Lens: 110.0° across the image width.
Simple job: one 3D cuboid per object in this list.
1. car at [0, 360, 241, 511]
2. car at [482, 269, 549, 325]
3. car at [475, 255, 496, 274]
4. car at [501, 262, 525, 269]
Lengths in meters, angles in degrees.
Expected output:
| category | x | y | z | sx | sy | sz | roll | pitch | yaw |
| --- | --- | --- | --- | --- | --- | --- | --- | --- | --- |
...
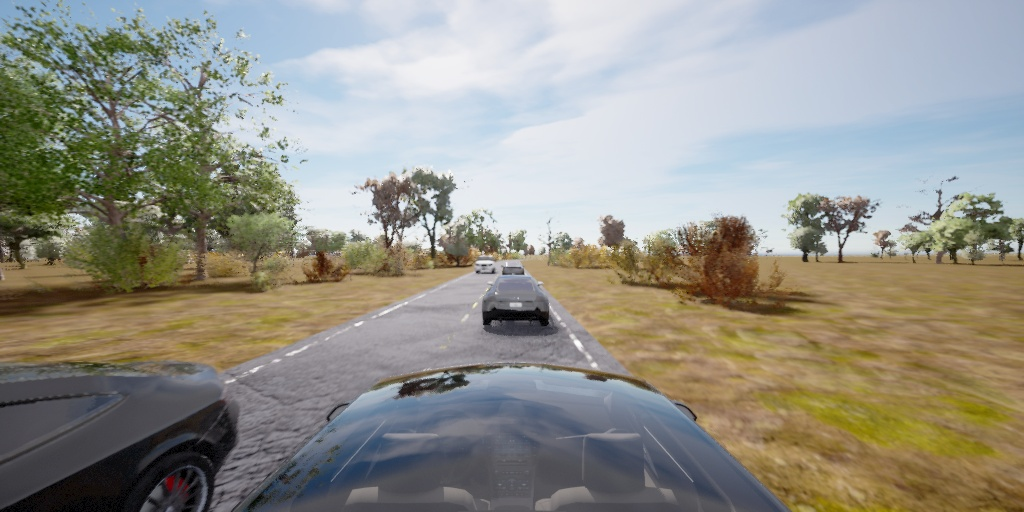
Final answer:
| category | x | y | z | sx | sy | sz | roll | pitch | yaw |
| --- | --- | --- | --- | --- | --- | --- | --- | --- | --- |
| car | -3.086 | 1.276 | 1.031 | 1.812 | 1.442 | 4.674 | 0 | 0 | 0 |
| car | 0.104 | 1.309 | 11.865 | 1.994 | 1.385 | 4.181 | 0 | 0 | 0 |
| car | -3.084 | 0.961 | 42.111 | 2.150 | 2.045 | 5.566 | 0 | 0 | 0 |
| car | 0.105 | 1.237 | 30.815 | 2.128 | 1.511 | 4.902 | 0 | 0 | 0 |
